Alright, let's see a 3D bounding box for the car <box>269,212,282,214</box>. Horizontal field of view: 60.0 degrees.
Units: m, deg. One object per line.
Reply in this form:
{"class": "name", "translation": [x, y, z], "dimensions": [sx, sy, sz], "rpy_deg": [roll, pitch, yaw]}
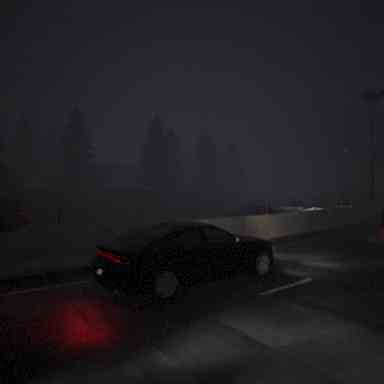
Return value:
{"class": "car", "translation": [3.967, 1.562, 21.598], "dimensions": [2.033, 1.411, 5.357], "rpy_deg": [0, 0, 44]}

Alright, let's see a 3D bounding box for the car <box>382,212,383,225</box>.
{"class": "car", "translation": [14.045, 1.473, 22.077], "dimensions": [2.128, 1.511, 4.902], "rpy_deg": [0, 0, 40]}

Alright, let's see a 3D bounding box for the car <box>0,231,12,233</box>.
{"class": "car", "translation": [-10.358, 1.528, 13.863], "dimensions": [5.008, 1.535, 1.882], "rpy_deg": [0, 0, -36]}

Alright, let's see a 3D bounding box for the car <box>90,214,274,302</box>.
{"class": "car", "translation": [0.019, 1.489, 8.415], "dimensions": [5.008, 1.535, 1.882], "rpy_deg": [0, 0, -39]}
